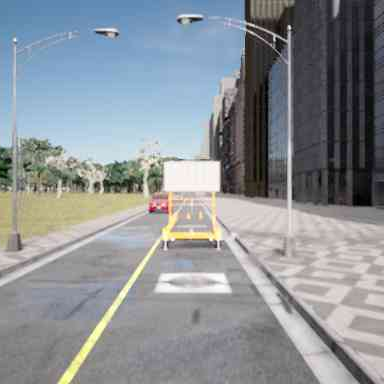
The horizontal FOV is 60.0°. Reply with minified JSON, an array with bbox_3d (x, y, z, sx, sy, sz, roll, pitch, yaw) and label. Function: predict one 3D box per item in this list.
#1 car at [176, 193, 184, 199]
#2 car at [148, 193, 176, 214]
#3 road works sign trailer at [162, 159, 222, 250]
[{"bbox_3d":[-3.008,0.956,75.345,2.097,1.767,4.553,0,0,0],"label":"car"},{"bbox_3d":[-3.100,1.105,33.933,2.150,2.045,5.566,0,0,0],"label":"car"},{"bbox_3d":[-0.001,0.414,13.952,2.380,3.560,2.880,0,0,0],"label":"road works sign trailer"}]
